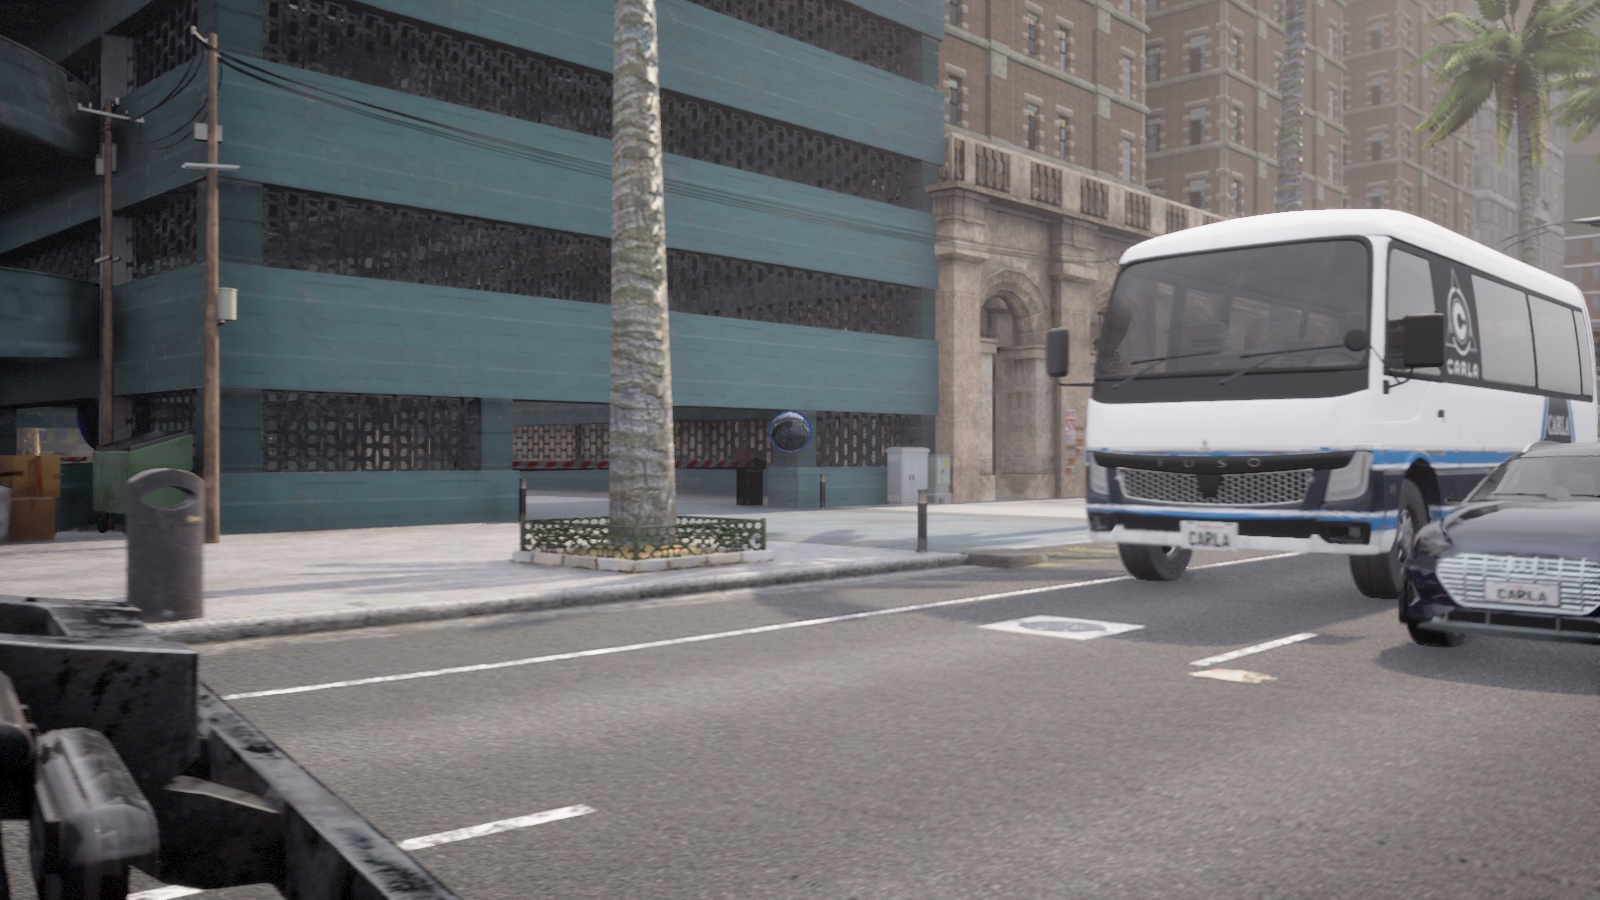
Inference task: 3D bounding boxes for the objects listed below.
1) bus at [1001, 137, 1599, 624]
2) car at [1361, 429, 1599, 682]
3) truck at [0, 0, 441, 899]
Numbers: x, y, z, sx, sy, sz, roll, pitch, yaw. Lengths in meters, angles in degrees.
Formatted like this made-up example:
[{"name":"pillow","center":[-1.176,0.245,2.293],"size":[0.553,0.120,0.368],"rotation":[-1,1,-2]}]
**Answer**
[{"name":"bus","center":[7.161,-0.597,16.050],"size":[3.944,4.253,10.273],"rotation":[0,0,43]},{"name":"car","center":[6.541,0.692,10.302],"size":[2.033,1.649,4.856],"rotation":[0,0,43]},{"name":"truck","center":[-4.541,-0.222,0.517],"size":[7.936,3.462,2.891],"rotation":[0,0,-35]}]
